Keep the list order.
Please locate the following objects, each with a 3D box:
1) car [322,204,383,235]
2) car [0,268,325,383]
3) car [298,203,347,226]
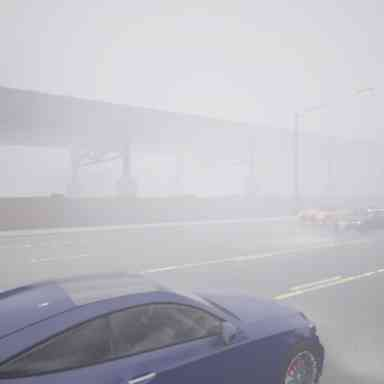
[{"bbox_3d":[10.378,1.678,19.984,4.902,1.511,2.128,1,0,-35],"label":"car"},{"bbox_3d":[-0.644,1.537,3.287,4.674,1.442,1.812,1,0,-35],"label":"car"},{"bbox_3d":[9.642,1.553,23.756,4.553,1.767,2.097,1,0,-35],"label":"car"}]
